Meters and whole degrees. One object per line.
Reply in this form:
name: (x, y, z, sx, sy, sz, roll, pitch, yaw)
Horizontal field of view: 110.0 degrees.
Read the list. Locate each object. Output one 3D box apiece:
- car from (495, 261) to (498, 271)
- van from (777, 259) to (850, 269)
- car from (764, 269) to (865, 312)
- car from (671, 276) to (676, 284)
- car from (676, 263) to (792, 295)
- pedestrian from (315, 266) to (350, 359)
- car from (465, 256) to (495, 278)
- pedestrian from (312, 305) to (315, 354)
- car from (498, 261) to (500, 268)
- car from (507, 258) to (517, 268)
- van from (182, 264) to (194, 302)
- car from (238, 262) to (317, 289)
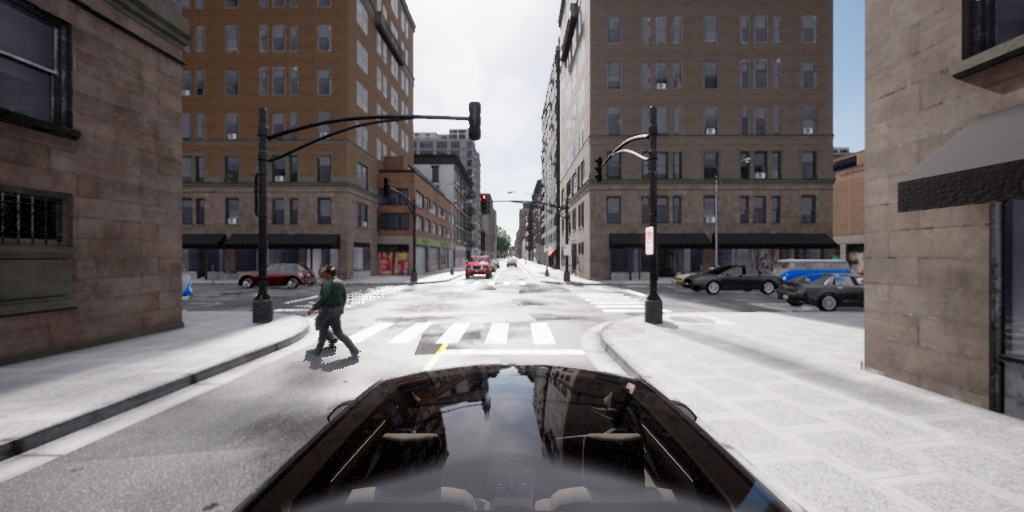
car: (-3.096, 1.289, 46.097, 1.812, 1.442, 4.674, 0, 0, 0)
van: (18.260, 1.095, 21.988, 3.998, 1.789, 1.690, 0, 0, 1)
car: (12.521, 1.313, 13.522, 4.403, 1.370, 2.007, 0, 0, 1)
car: (12.421, 1.278, 22.049, 4.829, 1.417, 1.751, 0, 0, 1)
car: (11.928, 1.261, 19.497, 4.892, 1.490, 1.837, 0, 0, -1)
pedestrian: (-3.442, 1.047, 6.891, 0.375, 1.860, 0.375, 0, 0, 0)
car: (-3.099, 0.985, 34.264, 2.150, 2.045, 5.566, 0, 0, 0)
pedestrian: (-3.899, 1.048, 7.601, 0.375, 1.860, 0.375, 0, 0, 0)
car: (-3.080, 1.322, 59.534, 1.994, 1.385, 4.181, 0, 0, 0)
car: (-0.003, 1.304, 63.803, 2.033, 1.411, 5.357, 0, 0, 0)
van: (-14.674, 1.098, 13.803, 3.998, 1.789, 1.690, 0, 0, 1)
car: (-14.603, 1.187, 22.329, 4.097, 1.591, 1.967, 0, 0, 1)
